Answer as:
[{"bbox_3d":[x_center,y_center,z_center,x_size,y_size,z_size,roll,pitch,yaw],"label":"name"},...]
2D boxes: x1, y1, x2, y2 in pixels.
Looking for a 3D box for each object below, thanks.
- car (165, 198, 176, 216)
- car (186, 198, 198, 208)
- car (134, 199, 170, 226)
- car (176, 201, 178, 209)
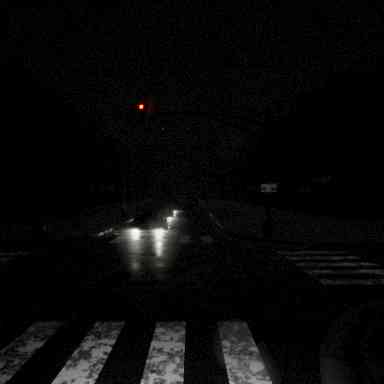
[{"bbox_3d":[-2.905,1.498,33.408,1.882,1.535,5.008,0,0,0],"label":"car"},{"bbox_3d":[0.027,1.583,49.124,2.033,1.411,5.357,0,0,0],"label":"car"},{"bbox_3d":[-2.893,1.492,23.939,1.882,1.535,5.008,0,0,0],"label":"car"},{"bbox_3d":[-2.906,1.533,43.491,1.837,1.490,4.892,0,0,0],"label":"car"}]
